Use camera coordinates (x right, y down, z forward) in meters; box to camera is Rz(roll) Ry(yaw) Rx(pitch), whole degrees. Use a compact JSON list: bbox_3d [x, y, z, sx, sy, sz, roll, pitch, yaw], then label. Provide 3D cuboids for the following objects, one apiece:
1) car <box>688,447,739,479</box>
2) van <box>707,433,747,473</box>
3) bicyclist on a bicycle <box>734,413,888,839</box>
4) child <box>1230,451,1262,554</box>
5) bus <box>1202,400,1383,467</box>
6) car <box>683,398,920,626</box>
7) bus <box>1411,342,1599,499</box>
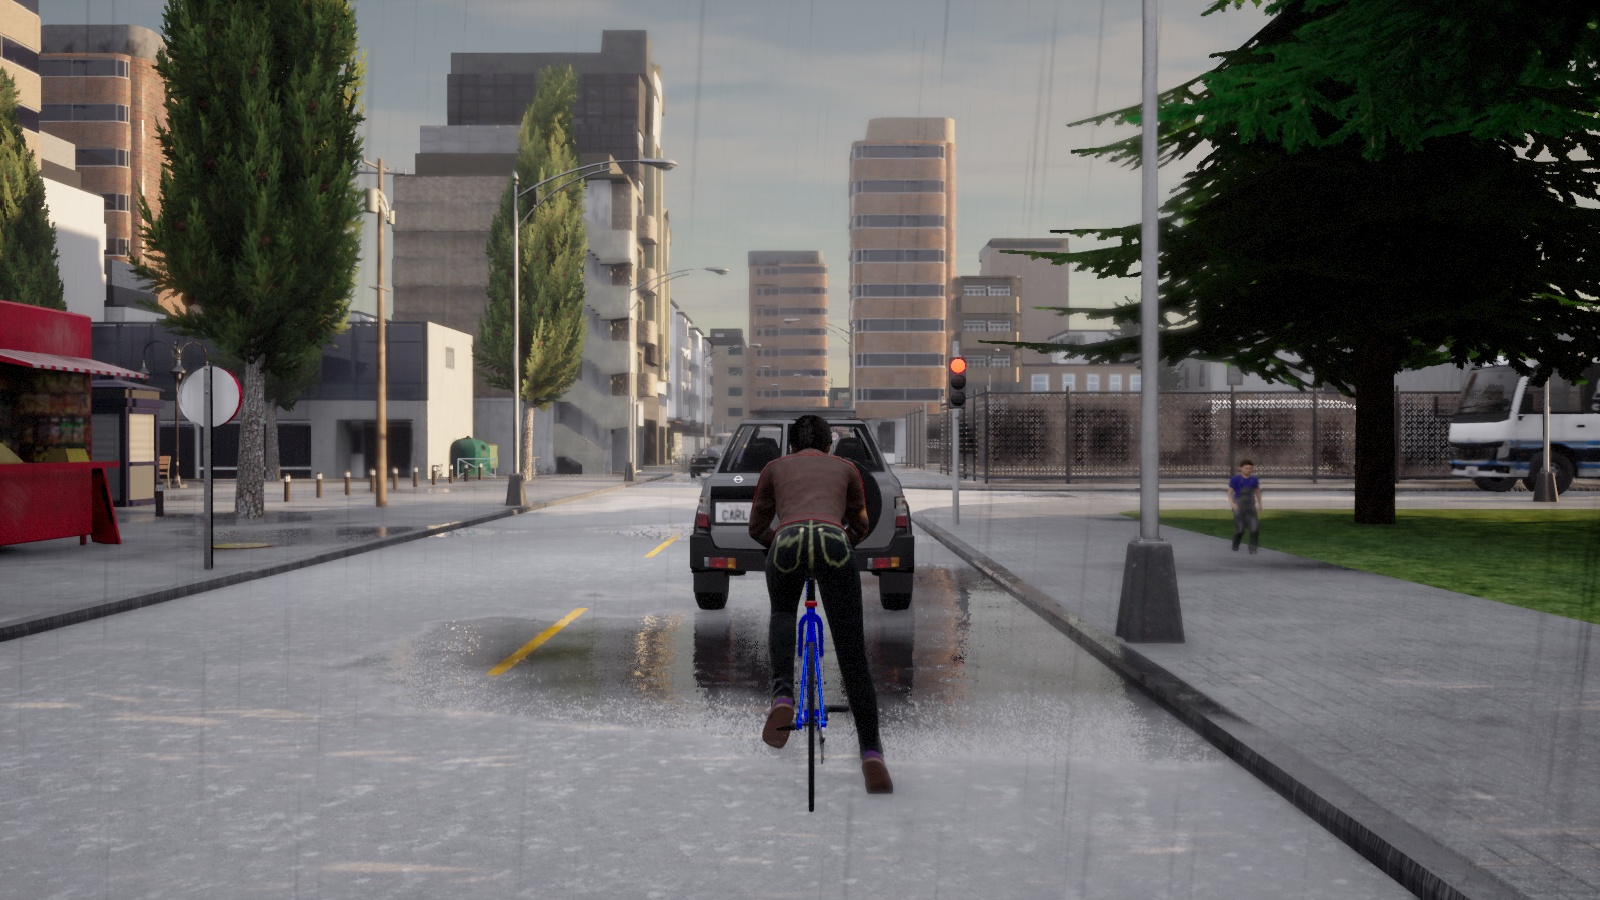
[{"bbox_3d":[-3.731,0.534,54.912,1.895,1.301,4.718,0,0,0],"label":"car"},{"bbox_3d":[-3.689,0.136,63.913,1.775,1.987,4.442,0,0,0],"label":"van"},{"bbox_3d":[0.048,0.668,5.601,0.582,1.620,1.656,0,0,0],"label":"bicyclist on a bicycle"},{"bbox_3d":[5.597,0.652,15.776,0.270,1.263,0.437,0,0,3],"label":"child"},{"bbox_3d":[31.817,-1.065,81.548,10.273,4.253,3.944,0,0,4],"label":"bus"},{"bbox_3d":[0.062,0.493,12.525,1.932,1.855,4.605,0,0,1],"label":"car"},{"bbox_3d":[23.687,-0.815,36.146,10.273,4.253,3.944,0,0,0],"label":"bus"}]
